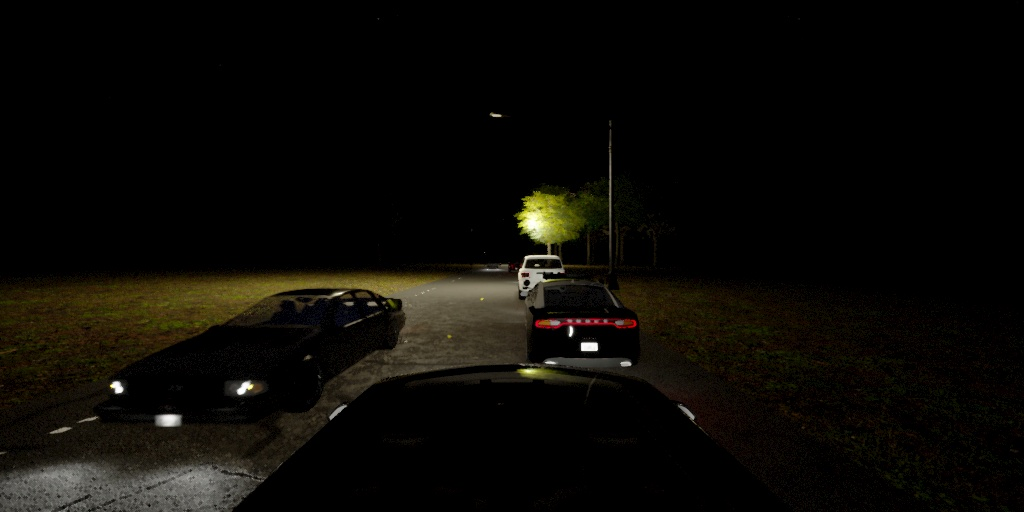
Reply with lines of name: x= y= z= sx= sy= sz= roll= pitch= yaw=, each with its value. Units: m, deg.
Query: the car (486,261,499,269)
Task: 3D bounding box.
car: x=-3.149 y=1.454 z=58.654 sx=1.895 sy=1.301 sz=4.718 roll=0 pitch=0 yaw=-1

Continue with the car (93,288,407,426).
car: x=-3.463 y=1.299 z=6.336 sx=2.033 sy=1.411 sz=5.357 roll=0 pitch=0 yaw=1

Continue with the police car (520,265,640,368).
police car: x=1.228 y=1.174 z=8.015 sx=1.930 sy=1.638 sz=5.238 roll=0 pitch=0 yaw=1

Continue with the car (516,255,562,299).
car: x=1.409 y=0.987 z=17.960 sx=2.150 sy=2.045 sz=5.566 roll=0 pitch=0 yaw=1

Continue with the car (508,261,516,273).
car: x=0.532 y=1.340 z=45.777 sx=1.812 sy=1.442 sz=4.674 roll=0 pitch=0 yaw=0
